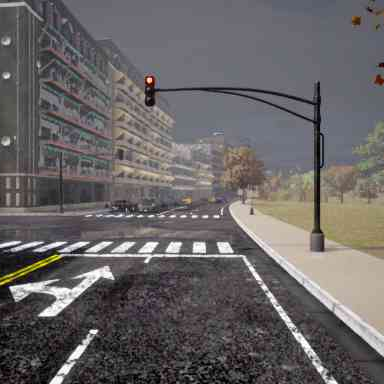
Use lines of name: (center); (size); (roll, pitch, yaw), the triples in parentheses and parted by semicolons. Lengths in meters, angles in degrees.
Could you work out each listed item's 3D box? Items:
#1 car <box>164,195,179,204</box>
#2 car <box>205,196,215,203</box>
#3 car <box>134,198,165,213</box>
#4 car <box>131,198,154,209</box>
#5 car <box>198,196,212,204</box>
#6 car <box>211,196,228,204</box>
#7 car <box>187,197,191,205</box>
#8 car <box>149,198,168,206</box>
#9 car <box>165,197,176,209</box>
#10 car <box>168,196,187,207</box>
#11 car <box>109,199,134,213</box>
car: (-4.211, 1.579, 68.281); (2.097, 1.767, 4.553); (0, 0, 9)
car: (4.335, 1.729, 79.323); (1.882, 1.535, 5.008); (0, 0, 12)
car: (-4.793, 1.433, 38.154); (2.097, 1.767, 4.553); (0, 0, 5)
car: (-7.045, 1.672, 48.075); (2.033, 1.411, 5.357); (0, 0, 6)
car: (2.509, 1.728, 69.124); (2.128, 1.511, 4.902); (0, 0, 9)
car: (5.722, 1.783, 68.634); (2.033, 1.411, 5.357); (0, 0, 9)
car: (-1.358, 1.691, 65.569); (1.882, 1.535, 5.008); (0, 0, 9)
car: (-5.738, 1.719, 58.147); (2.033, 1.411, 5.357); (0, 0, 8)
car: (-3.892, 1.722, 47.101); (1.895, 1.301, 4.718); (0, 0, 7)
car: (-2.670, 1.713, 56.674); (2.033, 1.411, 5.357); (0, 0, 8)
car: (-8.037, 1.586, 38.379); (1.837, 1.490, 4.892); (0, 0, 5)
